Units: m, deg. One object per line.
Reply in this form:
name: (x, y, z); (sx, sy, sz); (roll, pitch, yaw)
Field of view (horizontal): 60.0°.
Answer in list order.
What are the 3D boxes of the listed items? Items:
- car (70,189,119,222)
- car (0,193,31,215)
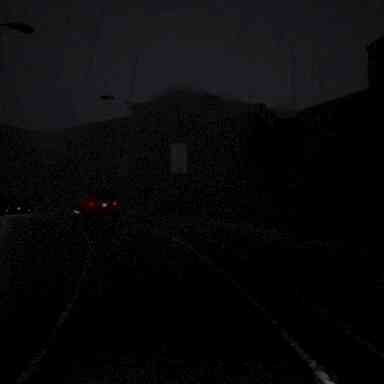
car: (-6.678, 0.827, 22.439); (2.150, 2.045, 5.566); (0, 1, -31)
car: (-14.427, 1.037, 26.590); (1.994, 1.385, 4.181); (0, 1, -43)
